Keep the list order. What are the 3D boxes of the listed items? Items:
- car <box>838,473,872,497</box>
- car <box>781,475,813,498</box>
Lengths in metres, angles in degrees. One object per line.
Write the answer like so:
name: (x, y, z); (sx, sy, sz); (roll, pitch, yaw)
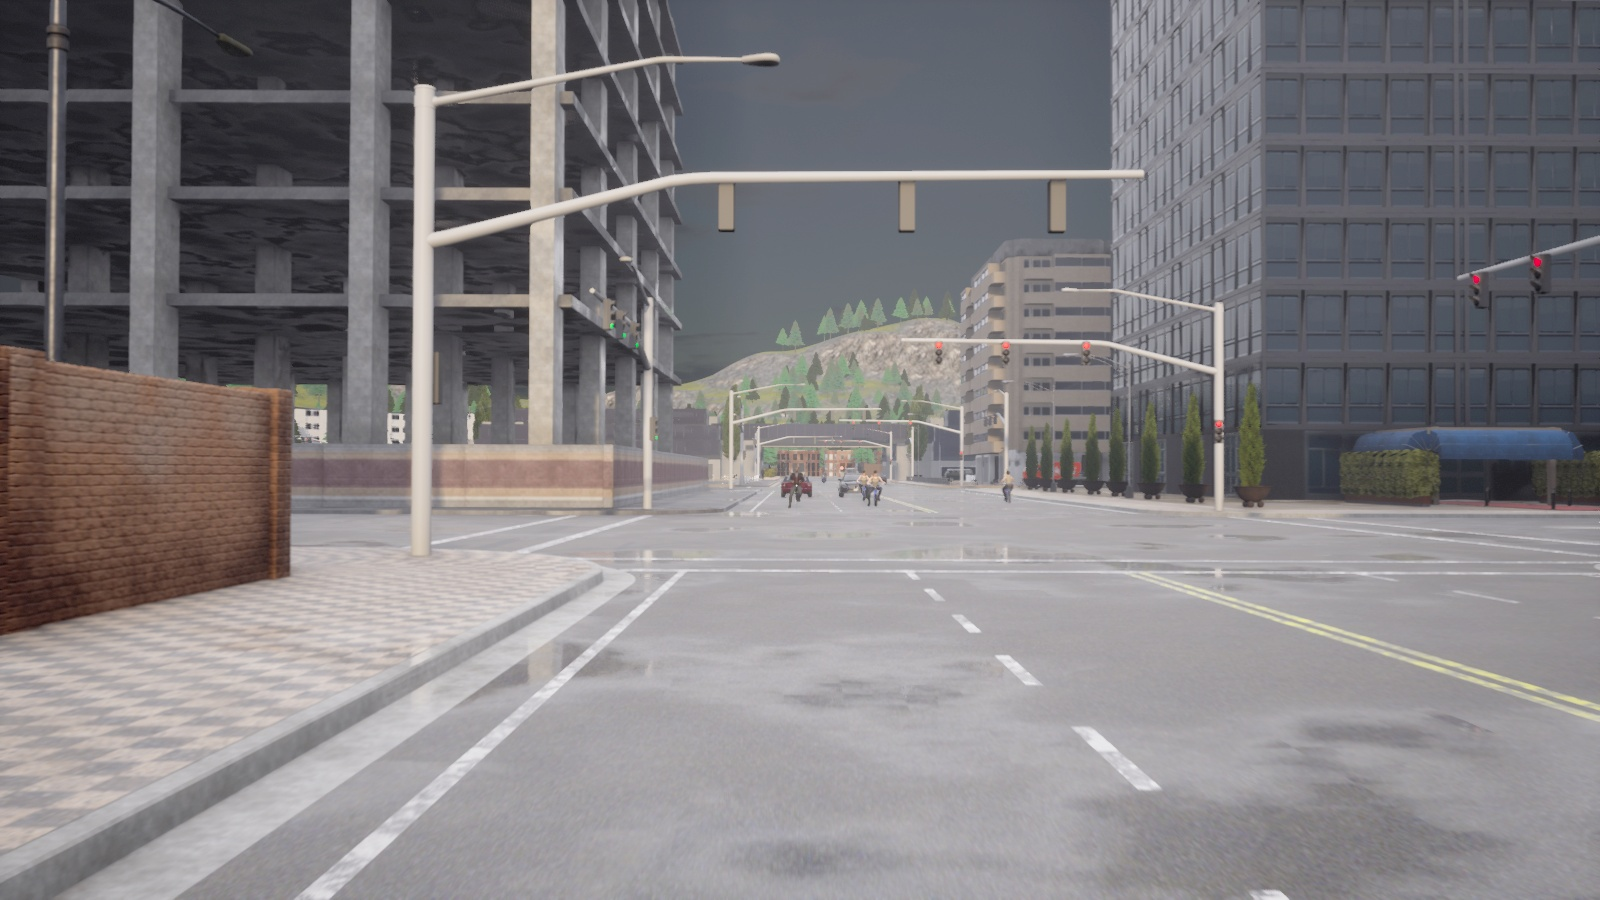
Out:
car: (3.315, 2.103, 76.228); (1.812, 1.442, 4.674); (0, -1, 0)
car: (-0.183, 2.180, 75.535); (1.895, 1.301, 4.718); (0, -1, 0)
